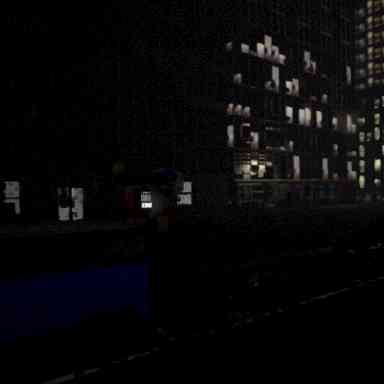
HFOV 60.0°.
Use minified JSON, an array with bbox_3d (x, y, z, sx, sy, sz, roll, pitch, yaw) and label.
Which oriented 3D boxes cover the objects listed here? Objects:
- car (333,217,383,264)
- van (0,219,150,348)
[{"bbox_3d":[6.590,1.519,11.274,4.507,1.381,1.887,0,-1,-35],"label":"car"},{"bbox_3d":[-2.572,1.340,4.744,3.998,1.788,1.690,0,-1,-35],"label":"van"}]
